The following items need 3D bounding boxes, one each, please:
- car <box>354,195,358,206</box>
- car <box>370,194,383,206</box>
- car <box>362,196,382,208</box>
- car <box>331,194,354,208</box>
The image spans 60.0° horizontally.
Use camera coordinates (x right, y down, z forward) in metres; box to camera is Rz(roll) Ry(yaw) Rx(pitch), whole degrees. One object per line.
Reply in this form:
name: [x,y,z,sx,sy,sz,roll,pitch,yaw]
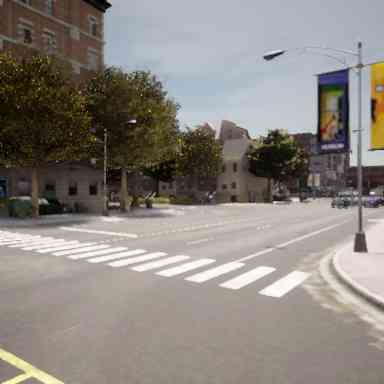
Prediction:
car: [27.025,1.612,56.018,1.895,1.301,4.718,0,0,35]
car: [30.935,1.511,55.478,1.837,1.490,4.892,0,0,35]
car: [25.759,1.533,48.129,1.812,1.442,4.674,0,0,35]
car: [21.664,1.502,48.403,2.128,1.511,4.902,0,0,35]
